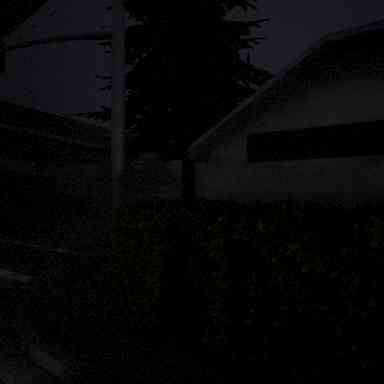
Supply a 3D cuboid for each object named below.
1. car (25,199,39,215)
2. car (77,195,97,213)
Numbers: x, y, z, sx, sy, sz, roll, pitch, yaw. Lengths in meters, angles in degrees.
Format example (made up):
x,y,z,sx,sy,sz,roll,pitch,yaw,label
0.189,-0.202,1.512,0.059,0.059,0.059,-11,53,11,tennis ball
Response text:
x,y,z,sx,sy,sz,roll,pitch,yaw,label
-17.223,1.480,33.031,4.611,1.667,2.242,0,0,35,car
-10.416,1.313,35.159,3.866,1.878,1.905,0,0,35,car
